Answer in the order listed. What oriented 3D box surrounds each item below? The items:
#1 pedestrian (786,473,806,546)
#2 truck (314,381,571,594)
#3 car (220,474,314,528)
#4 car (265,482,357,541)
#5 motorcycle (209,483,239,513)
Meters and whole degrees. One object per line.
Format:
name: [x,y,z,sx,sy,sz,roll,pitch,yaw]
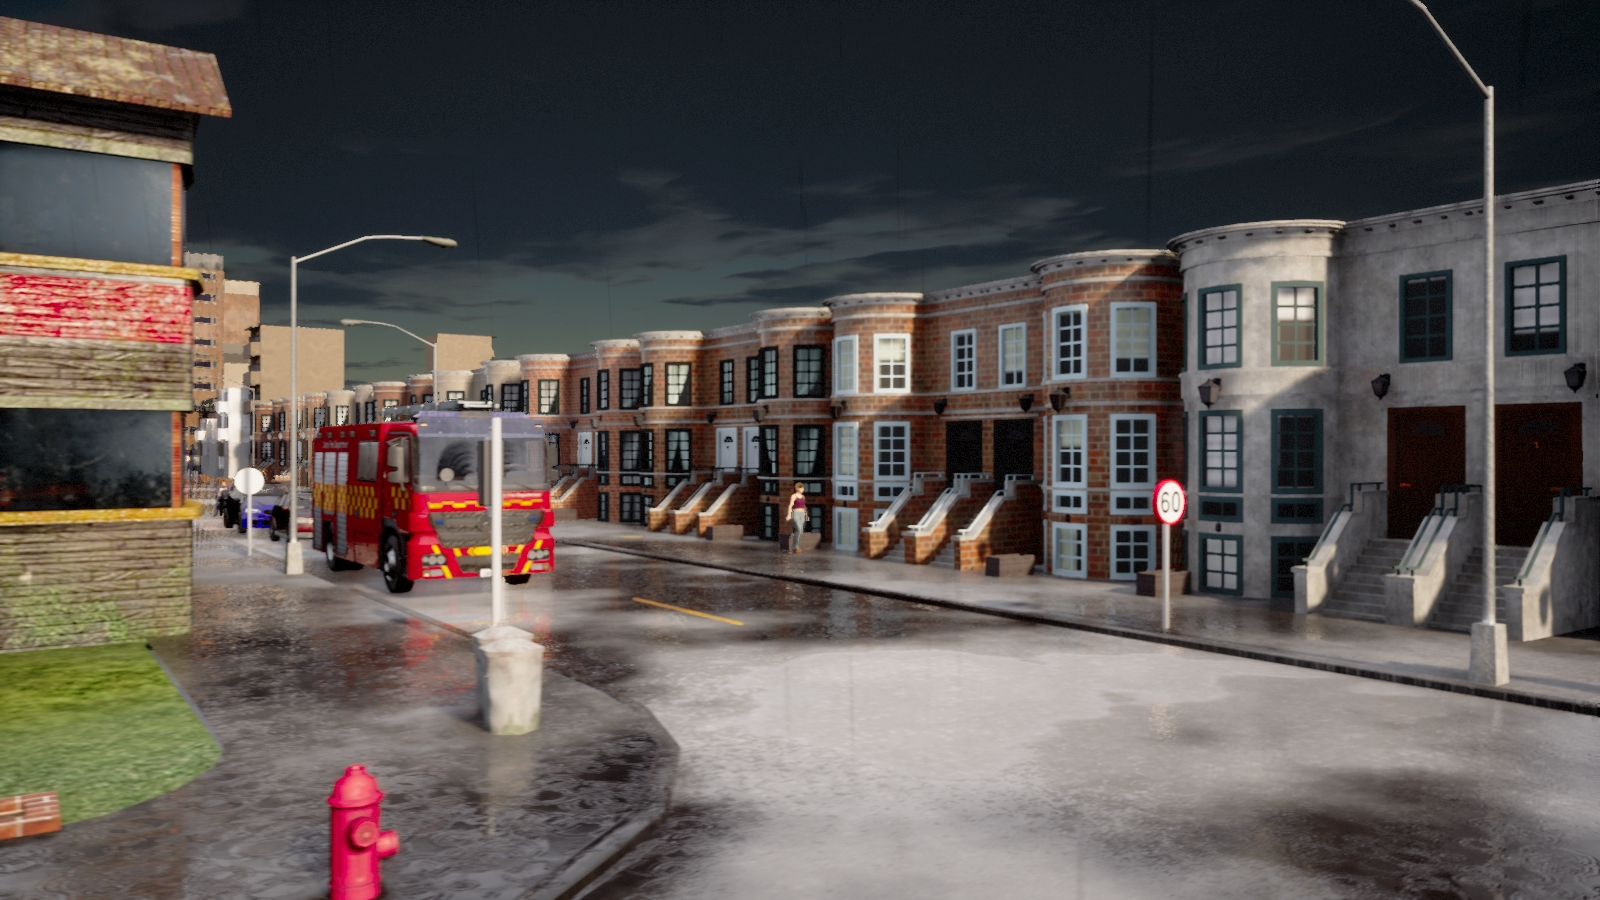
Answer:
pedestrian: [-0.100,1.523,29.345,0.375,1.860,0.375,0,0,-44]
truck: [-8.066,0.671,24.840,2.891,3.827,8.468,0,0,-35]
car: [-18.774,1.747,40.135,2.242,1.667,4.611,0,0,-35]
car: [-14.760,1.798,34.388,1.789,1.549,3.705,0,1,-35]
motorcycle: [-24.026,1.993,47.644,0.803,1.145,2.033,0,0,-35]
